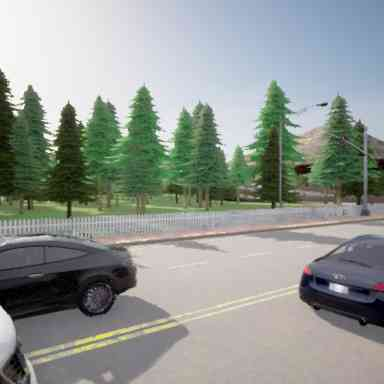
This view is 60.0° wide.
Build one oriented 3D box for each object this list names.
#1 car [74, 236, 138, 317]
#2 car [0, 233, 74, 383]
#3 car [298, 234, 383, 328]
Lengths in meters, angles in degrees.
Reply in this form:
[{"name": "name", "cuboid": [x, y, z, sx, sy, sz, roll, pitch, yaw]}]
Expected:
[{"name": "car", "cuboid": [-3.254, 1.526, 5.955, 4.674, 1.442, 1.812, 0, 0, -36]}, {"name": "car", "cuboid": [-3.594, 1.220, 1.192, 5.566, 2.045, 2.150, 0, 0, -36]}, {"name": "car", "cuboid": [4.069, 1.567, 6.674, 4.181, 1.385, 1.994, 0, 0, -35]}]
